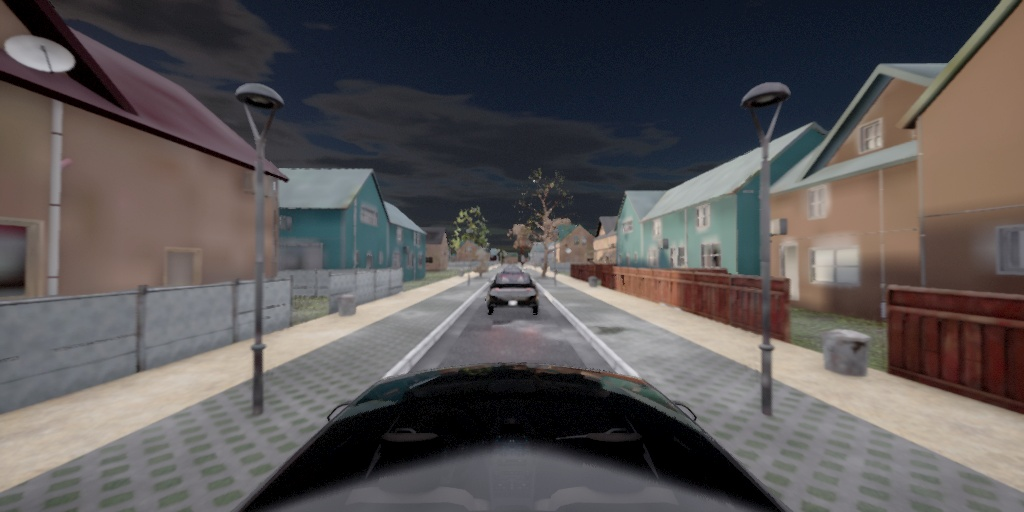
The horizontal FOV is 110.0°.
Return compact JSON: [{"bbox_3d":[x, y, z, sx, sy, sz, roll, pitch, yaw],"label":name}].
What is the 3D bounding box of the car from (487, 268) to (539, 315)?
[{"bbox_3d":[0.047,1.362,14.255,2.128,1.511,4.902,0,-1,0],"label":"car"}]
